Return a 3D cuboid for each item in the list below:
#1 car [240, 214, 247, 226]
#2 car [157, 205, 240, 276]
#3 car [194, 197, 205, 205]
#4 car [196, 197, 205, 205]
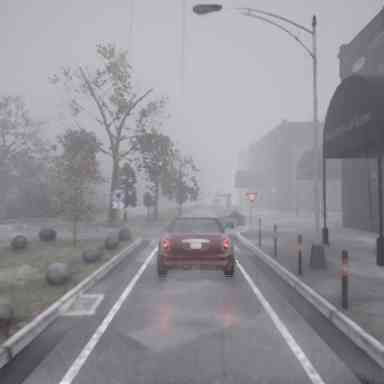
[{"bbox_3d":[2.863,2.081,26.100,2.033,1.411,5.357,-1,-2,22],"label":"car"},{"bbox_3d":[0.103,1.446,10.738,2.097,1.767,4.553,0,-1,0],"label":"car"},{"bbox_3d":[1.722,2.374,77.756,2.150,2.045,5.566,0,-1,3],"label":"car"},{"bbox_3d":[2.311,2.333,88.500,2.150,2.045,5.566,0,-1,5],"label":"car"}]
